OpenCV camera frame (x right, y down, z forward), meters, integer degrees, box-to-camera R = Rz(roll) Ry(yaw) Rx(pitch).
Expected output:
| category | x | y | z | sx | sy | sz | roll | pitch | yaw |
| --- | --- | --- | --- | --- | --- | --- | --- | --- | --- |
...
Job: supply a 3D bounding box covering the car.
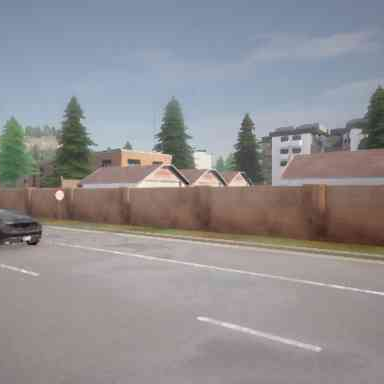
| category | x | y | z | sx | sy | sz | roll | pitch | yaw |
| --- | --- | --- | --- | --- | --- | --- | --- | --- | --- |
| car | -8.269 | 1.514 | 14.066 | 4.892 | 1.490 | 1.837 | 0 | 0 | 36 |
